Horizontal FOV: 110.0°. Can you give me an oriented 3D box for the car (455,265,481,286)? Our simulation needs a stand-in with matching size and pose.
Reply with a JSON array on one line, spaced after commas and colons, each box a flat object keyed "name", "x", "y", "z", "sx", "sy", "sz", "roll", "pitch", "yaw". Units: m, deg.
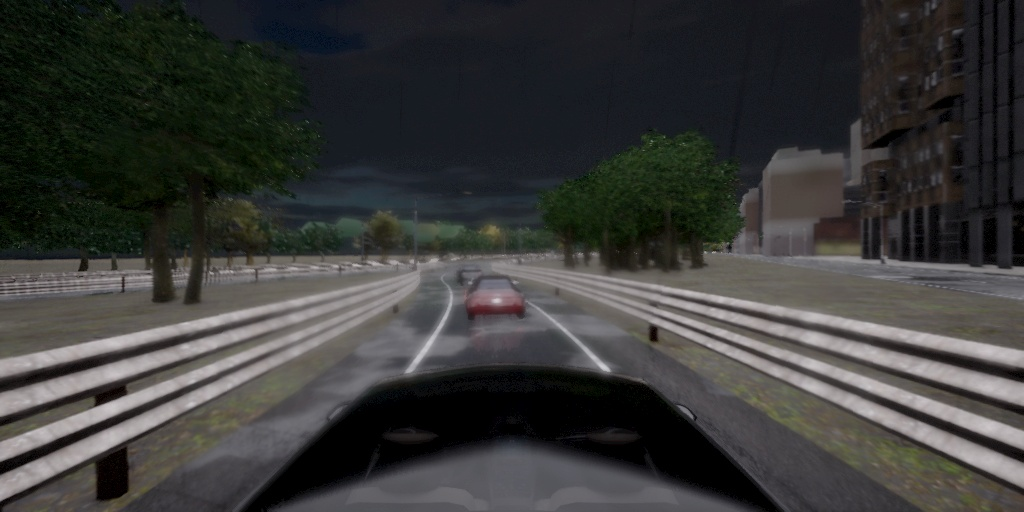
[{"name": "car", "x": -3.357, "y": 1.450, "z": 28.223, "sx": 2.128, "sy": 1.511, "sz": 4.902, "roll": -1, "pitch": 0, "yaw": -13}]

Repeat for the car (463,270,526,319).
[{"name": "car", "x": -0.690, "y": 1.410, "z": 13.380, "sx": 1.994, "sy": 1.385, "sz": 4.181, "roll": 0, "pitch": 0, "yaw": -6}]
